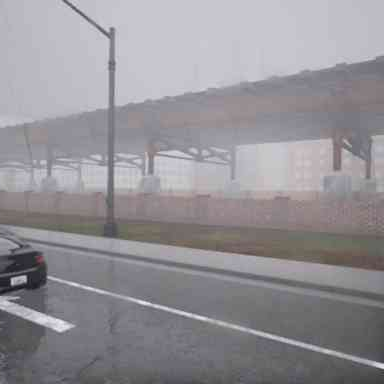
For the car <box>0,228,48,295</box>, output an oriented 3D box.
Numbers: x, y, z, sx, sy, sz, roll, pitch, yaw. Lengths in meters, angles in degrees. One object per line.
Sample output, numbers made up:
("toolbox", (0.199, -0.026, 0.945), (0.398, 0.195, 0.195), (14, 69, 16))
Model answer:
("car", (-5.195, 1.527, 7.722), (4.674, 1.442, 1.812), (0, 0, 36))
